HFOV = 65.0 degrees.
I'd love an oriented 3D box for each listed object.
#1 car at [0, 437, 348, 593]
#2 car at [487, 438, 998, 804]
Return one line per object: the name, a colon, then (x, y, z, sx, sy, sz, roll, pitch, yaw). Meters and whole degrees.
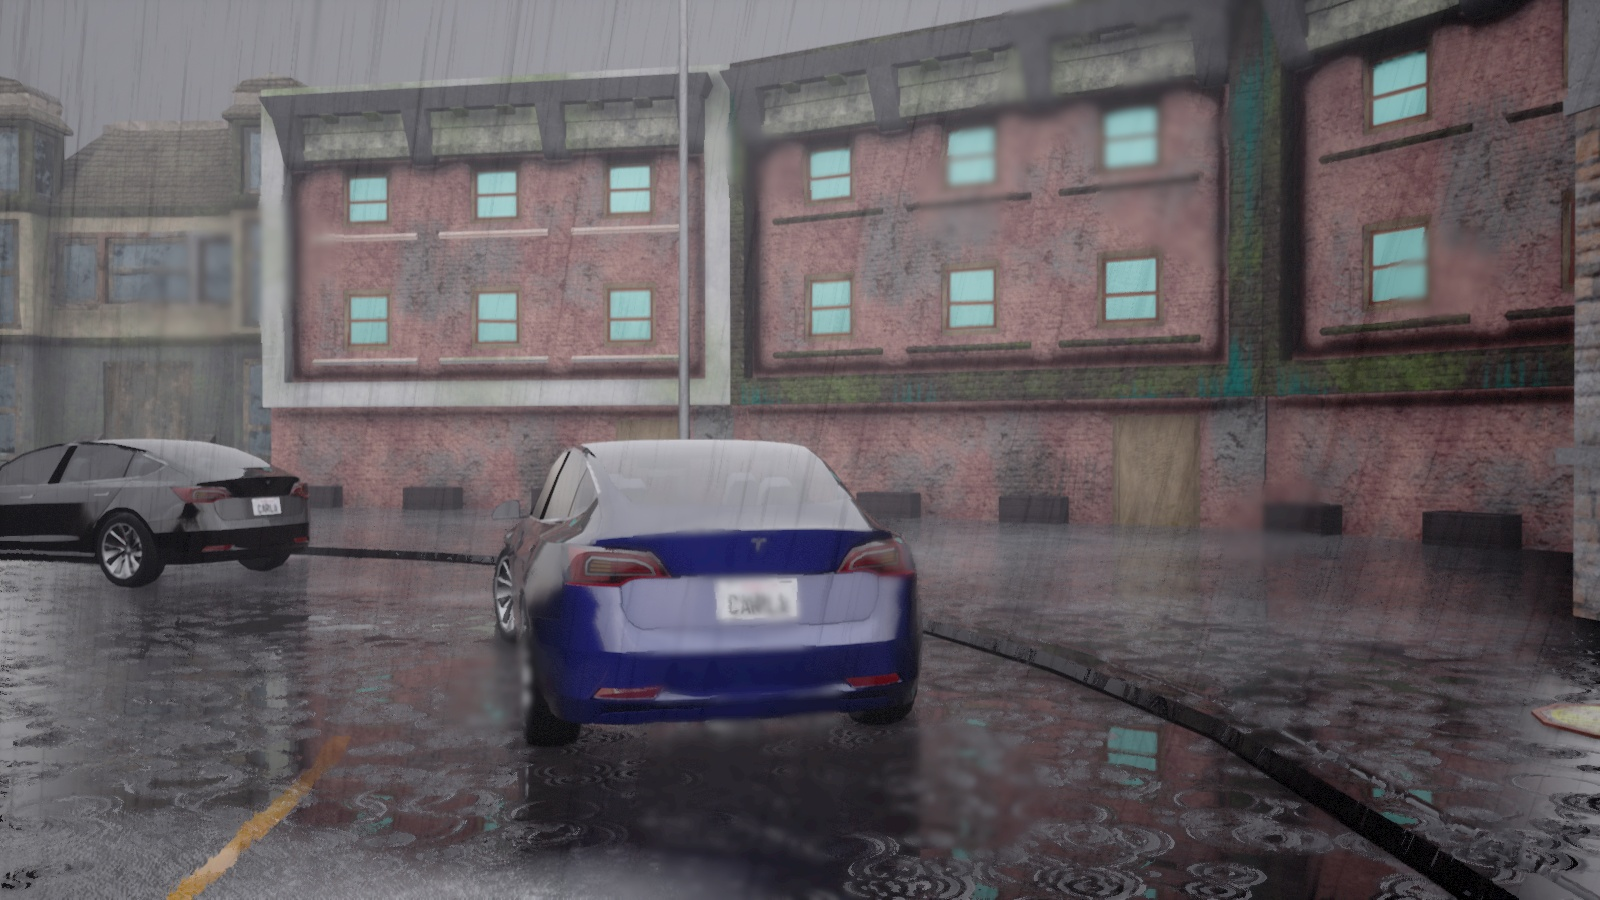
car: (-7.658, 0.603, 13.903, 4.792, 1.488, 2.163, 0, 1, 23)
car: (-0.768, 0.670, 7.694, 2.163, 1.488, 4.792, 0, 1, -15)
